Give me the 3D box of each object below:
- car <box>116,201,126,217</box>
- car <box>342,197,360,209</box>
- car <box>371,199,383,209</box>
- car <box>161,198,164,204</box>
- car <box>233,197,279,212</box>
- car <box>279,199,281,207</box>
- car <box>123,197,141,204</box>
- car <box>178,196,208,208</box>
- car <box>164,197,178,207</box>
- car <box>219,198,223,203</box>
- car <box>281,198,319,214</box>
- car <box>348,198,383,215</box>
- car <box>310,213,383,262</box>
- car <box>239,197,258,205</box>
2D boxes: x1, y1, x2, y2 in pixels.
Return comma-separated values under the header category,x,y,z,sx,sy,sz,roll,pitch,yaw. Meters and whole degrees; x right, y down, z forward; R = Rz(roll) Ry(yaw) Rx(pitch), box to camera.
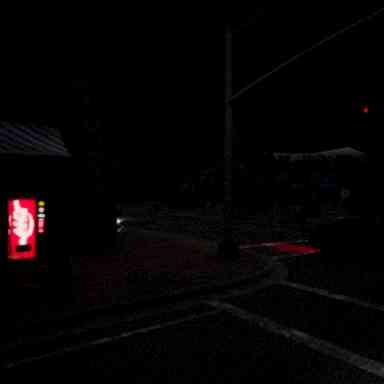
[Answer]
category,x,y,z,sx,sy,sz,roll,pitch,yaw
car,-9.104,1.828,34.085,2.033,1.411,5.357,1,0,-36
car,23.814,1.629,48.326,4.605,1.855,1.932,1,0,-36
car,30.683,1.954,53.294,3.806,1.475,1.970,1,0,-36
car,-4.571,1.843,70.359,3.806,1.475,1.970,1,0,-36
car,7.855,1.561,40.752,5.027,1.636,2.152,1,0,-36
car,17.136,1.835,58.865,4.514,1.523,2.007,1,0,-36
car,-12.338,1.779,68.459,3.633,1.501,1.845,1,0,-36
car,0.403,1.484,51.153,3.866,1.878,1.905,1,0,-36
car,-1.624,1.502,53.274,4.605,1.855,1.932,1,0,-36
car,8.818,1.932,83.630,4.514,1.523,2.007,1,0,-36
car,11.856,1.642,35.724,3.806,1.475,1.970,1,0,-36
car,19.718,1.758,36.852,4.514,1.523,2.007,1,0,-36
car,6.682,1.785,12.032,1.837,1.490,4.892,0,1,-35
car,11.350,1.857,67.012,3.633,1.501,1.845,1,0,-36
